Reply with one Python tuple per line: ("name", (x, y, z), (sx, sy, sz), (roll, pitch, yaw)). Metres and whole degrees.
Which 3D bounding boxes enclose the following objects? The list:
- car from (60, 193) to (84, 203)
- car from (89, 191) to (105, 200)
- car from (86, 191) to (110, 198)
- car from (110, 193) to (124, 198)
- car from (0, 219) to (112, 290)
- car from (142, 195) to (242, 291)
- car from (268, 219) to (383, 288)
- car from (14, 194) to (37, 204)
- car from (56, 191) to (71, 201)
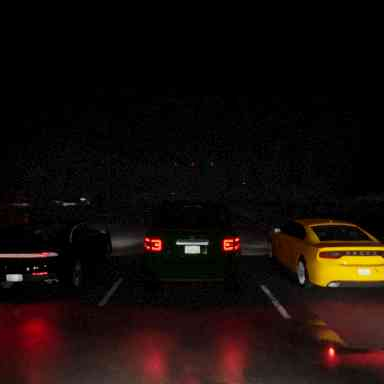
("car", (-22.024, 1.304, 61.150), (1.994, 1.385, 4.181), (0, 0, 0))
("car", (-22.278, 0.872, 78.106), (2.150, 2.045, 5.566), (0, 0, -1))
("car", (-18.573, 0.934, 66.055), (2.150, 2.045, 5.566), (0, 1, -1))
("car", (-18.854, 1.168, 81.617), (2.033, 1.411, 5.357), (0, 0, -1))
("car", (-3.522, 1.482, 9.012), (2.128, 1.511, 4.902), (0, 0, 0))
("car", (-0.014, 1.212, 9.157), (2.150, 2.045, 5.566), (0, 0, 0))
("car", (3.475, 1.468, 9.211), (1.882, 1.535, 5.008), (0, 0, 0))
("car", (-28.974, 1.110, 57.947), (2.097, 1.767, 4.553), (0, 0, -1))
("car", (-29.243, 0.883, 76.166), (2.150, 2.045, 5.566), (0, 0, -1))
